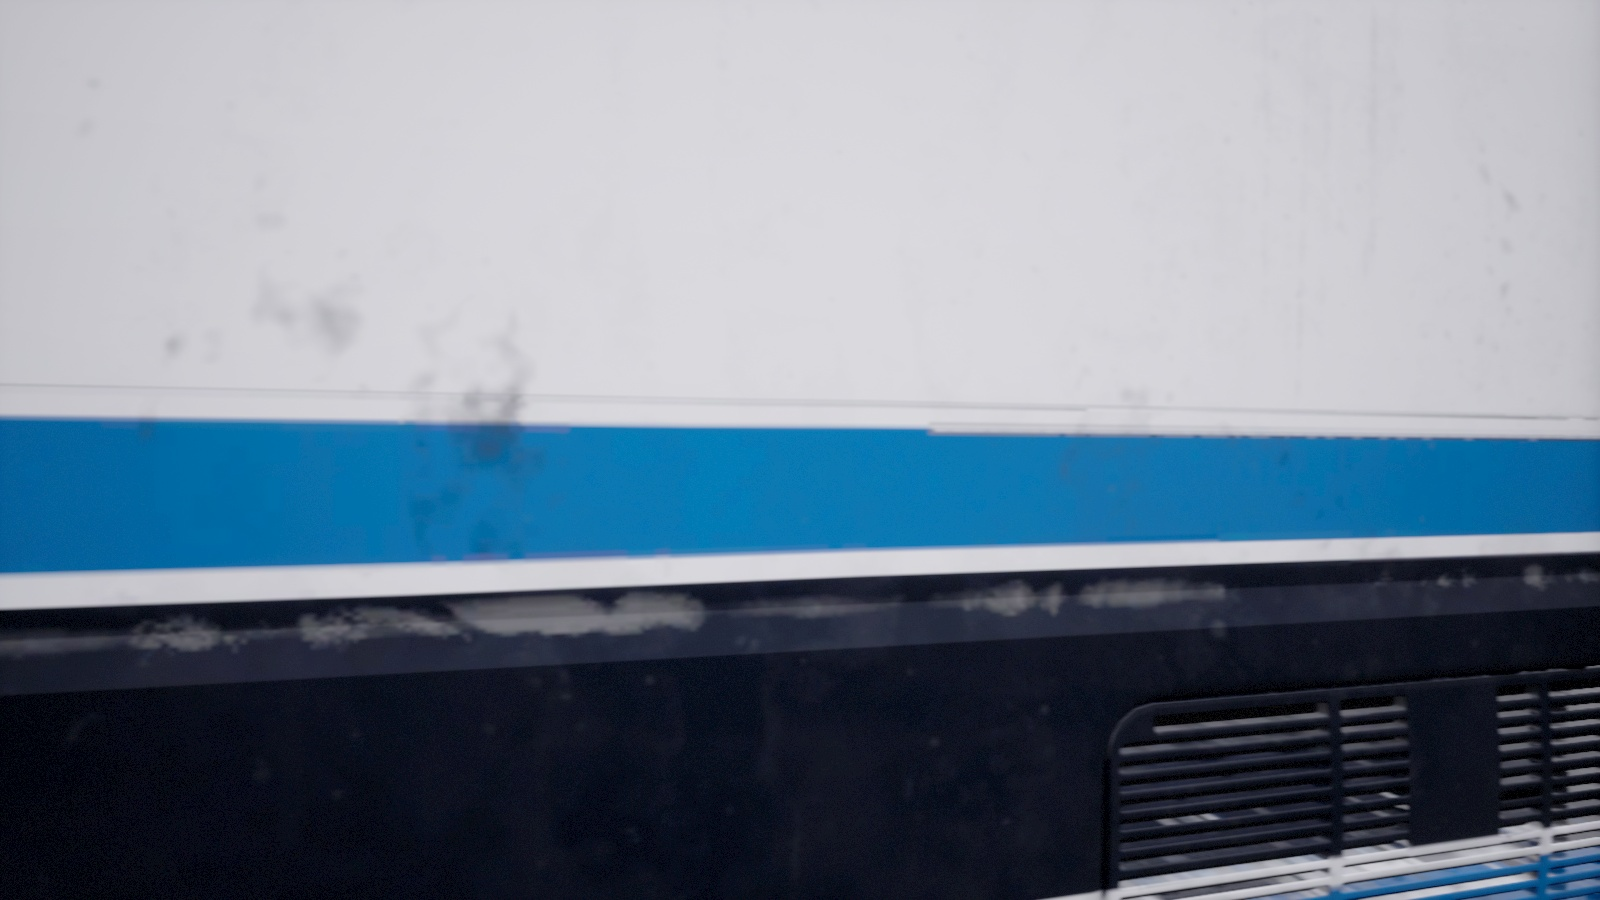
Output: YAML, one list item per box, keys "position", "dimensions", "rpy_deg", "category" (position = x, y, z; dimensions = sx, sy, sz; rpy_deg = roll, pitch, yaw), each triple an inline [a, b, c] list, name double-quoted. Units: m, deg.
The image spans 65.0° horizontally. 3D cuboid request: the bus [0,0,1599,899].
- position: [-0.357, -0.625, 3.087]
  dimensions: [10.273, 4.253, 3.944]
  rpy_deg: [-1, 1, -21]
  category: "bus"
